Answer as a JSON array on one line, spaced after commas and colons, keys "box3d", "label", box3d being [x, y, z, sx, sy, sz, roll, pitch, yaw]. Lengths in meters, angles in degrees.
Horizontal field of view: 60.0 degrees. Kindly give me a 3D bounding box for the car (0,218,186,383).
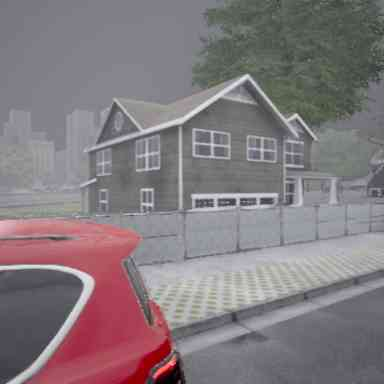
[{"box3d": [-2.608, 1.225, 1.193, 5.566, 2.045, 2.150, 0, 0, -35], "label": "car"}]
